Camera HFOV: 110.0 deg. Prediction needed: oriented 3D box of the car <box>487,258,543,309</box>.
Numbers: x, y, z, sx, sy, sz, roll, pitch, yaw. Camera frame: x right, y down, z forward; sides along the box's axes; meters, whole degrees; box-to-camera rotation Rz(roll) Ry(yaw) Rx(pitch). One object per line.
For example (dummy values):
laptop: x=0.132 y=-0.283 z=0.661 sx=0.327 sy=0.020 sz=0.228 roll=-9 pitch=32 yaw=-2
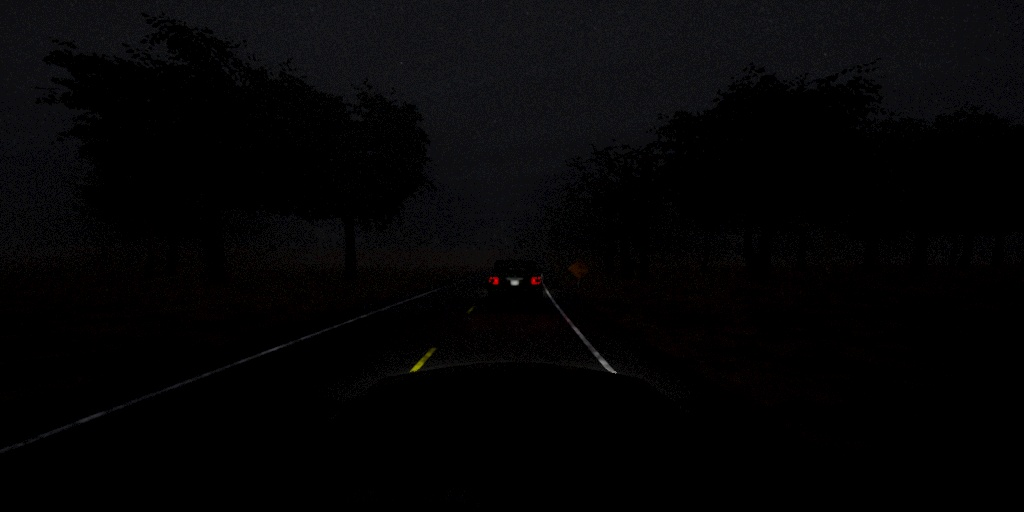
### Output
car: x=0.179 y=1.093 z=15.798 sx=2.150 sy=2.045 sz=5.566 roll=0 pitch=0 yaw=2

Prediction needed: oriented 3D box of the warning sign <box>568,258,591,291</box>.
warning sign: x=3.912 y=1.042 z=21.047 sx=1.300 sy=1.860 sz=1.060 roll=0 pitch=0 yaw=2
